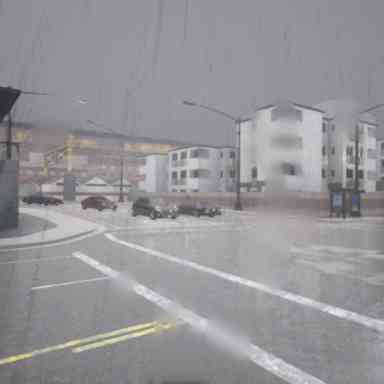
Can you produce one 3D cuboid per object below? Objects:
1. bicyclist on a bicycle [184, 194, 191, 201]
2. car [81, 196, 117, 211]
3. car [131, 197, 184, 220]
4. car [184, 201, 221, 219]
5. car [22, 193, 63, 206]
[{"bbox_3d":[-0.514,1.104,40.927,0.582,1.620,1.656,2,0,44],"label":"bicyclist on a bicycle"},{"bbox_3d":[-9.568,1.135,34.009,4.674,1.442,1.812,2,1,41],"label":"car"},{"bbox_3d":[-3.017,1.200,26.647,2.097,1.767,4.553,1,1,-37],"label":"car"},{"bbox_3d":[0.237,1.451,28.744,2.033,1.411,5.357,1,1,-37],"label":"car"},{"bbox_3d":[-17.972,0.867,39.902,5.357,1.411,2.033,2,0,27],"label":"car"}]
